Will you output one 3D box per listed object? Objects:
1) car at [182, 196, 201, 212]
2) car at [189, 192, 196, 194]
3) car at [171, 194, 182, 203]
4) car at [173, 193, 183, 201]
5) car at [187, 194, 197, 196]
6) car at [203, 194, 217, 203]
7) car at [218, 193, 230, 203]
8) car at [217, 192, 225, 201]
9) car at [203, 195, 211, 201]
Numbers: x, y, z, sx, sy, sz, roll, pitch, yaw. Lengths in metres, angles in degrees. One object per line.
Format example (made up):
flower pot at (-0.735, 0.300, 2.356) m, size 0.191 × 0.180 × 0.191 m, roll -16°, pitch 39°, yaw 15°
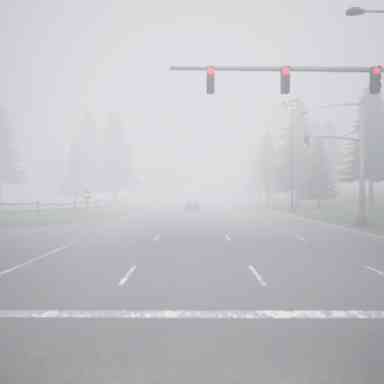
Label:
car at (0.046, 1.544, 39.750) m, size 1.812 × 1.442 × 4.674 m, roll 0°, pitch 0°, yaw 0°
car at (0.094, 1.096, 80.813) m, size 2.150 × 2.045 × 5.566 m, roll 0°, pitch 0°, yaw 0°
car at (-3.418, 1.565, 70.367) m, size 2.033 × 1.411 × 5.357 m, roll 0°, pitch 0°, yaw 0°
car at (-3.406, 1.226, 80.757) m, size 2.097 × 1.767 × 4.553 m, roll 0°, pitch 0°, yaw 0°
car at (0.082, 1.578, 70.780) m, size 1.994 × 1.385 × 4.181 m, roll 0°, pitch 0°, yaw 0°
car at (3.582, 1.550, 70.359) m, size 2.128 × 1.511 × 4.902 m, roll 0°, pitch 0°, yaw 0°
car at (7.082, 1.550, 70.771) m, size 1.812 × 1.442 × 4.674 m, roll 0°, pitch 0°, yaw 0°
car at (7.094, 1.096, 80.805) m, size 2.150 × 2.045 × 5.566 m, roll 0°, pitch 0°, yaw 0°
car at (3.594, 1.466, 80.809) m, size 1.895 × 1.301 × 4.718 m, roll 0°, pitch 0°, yaw 0°
